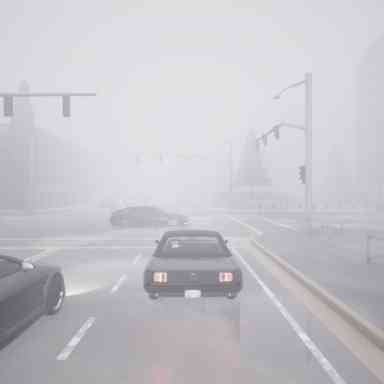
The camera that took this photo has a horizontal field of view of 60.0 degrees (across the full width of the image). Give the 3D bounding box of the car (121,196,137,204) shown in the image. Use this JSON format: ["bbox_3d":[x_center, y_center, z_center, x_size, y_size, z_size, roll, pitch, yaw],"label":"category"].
[{"bbox_3d":[-12.264,1.471,64.986,2.128,1.511,4.902,0,0,-1],"label":"car"}]

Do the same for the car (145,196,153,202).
[{"bbox_3d":[-8.776,1.527,65.796,2.033,1.411,5.357,0,0,-1],"label":"car"}]

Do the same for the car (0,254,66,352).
[{"bbox_3d":[-3.471,1.562,4.899,1.994,1.385,4.181,0,0,0],"label":"car"}]

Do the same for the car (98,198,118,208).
[{"bbox_3d":[-11.860,1.533,47.577,2.033,1.411,5.357,0,0,-1],"label":"car"}]

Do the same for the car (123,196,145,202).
[{"bbox_3d":[-8.360,1.511,47.660,1.812,1.442,4.674,0,0,-1],"label":"car"}]

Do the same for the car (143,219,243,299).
[{"bbox_3d":[-0.005,1.598,8.376,1.895,1.301,4.718,0,0,-1],"label":"car"}]

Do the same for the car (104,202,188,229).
[{"bbox_3d":[-2.670,1.584,20.840,4.892,1.490,1.837,0,0,-4],"label":"car"}]
